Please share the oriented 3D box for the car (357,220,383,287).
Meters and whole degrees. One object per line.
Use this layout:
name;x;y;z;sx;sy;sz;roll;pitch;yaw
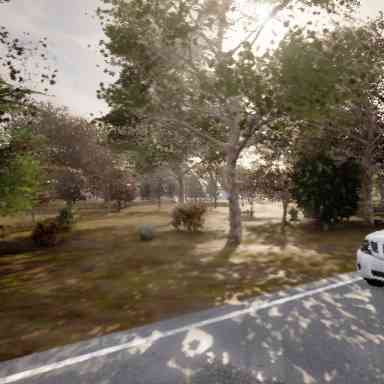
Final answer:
car;6.404;1.245;8.259;5.566;2.045;2.150;0;0;-36
